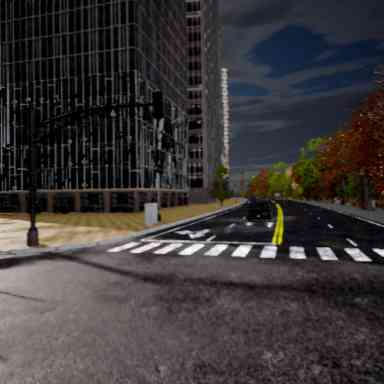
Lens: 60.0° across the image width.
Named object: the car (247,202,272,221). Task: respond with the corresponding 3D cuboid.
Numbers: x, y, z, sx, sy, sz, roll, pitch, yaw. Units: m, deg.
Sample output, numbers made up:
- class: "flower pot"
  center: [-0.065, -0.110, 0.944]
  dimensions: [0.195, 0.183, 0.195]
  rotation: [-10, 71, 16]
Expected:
- class: "car"
  center: [5.845, 1.613, 28.485]
  dimensions: [1.882, 1.535, 5.008]
  rotation: [-1, 0, 15]
